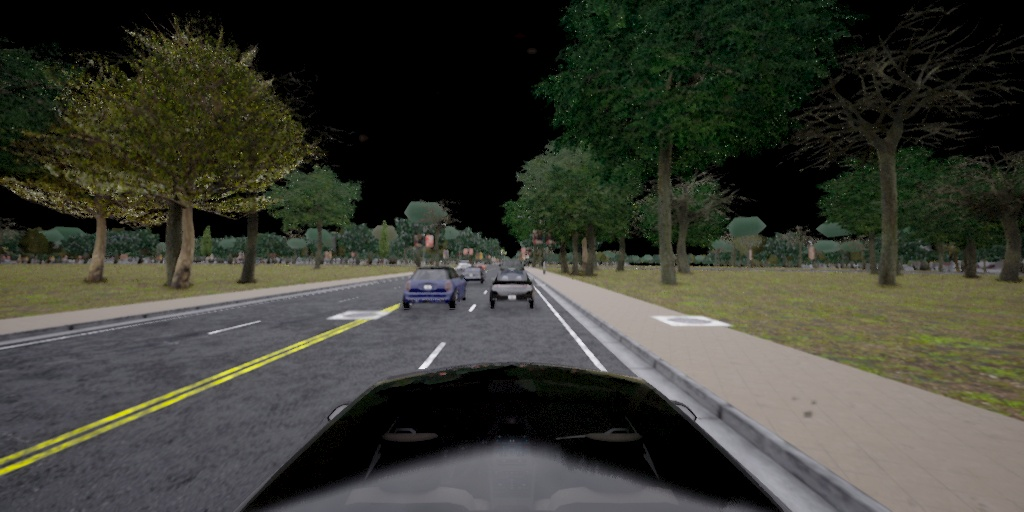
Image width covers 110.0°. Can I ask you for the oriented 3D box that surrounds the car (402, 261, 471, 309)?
[{"bbox_3d":[-3.243,1.248,15.921,2.097,1.767,4.553,0,-1,0],"label":"car"}]

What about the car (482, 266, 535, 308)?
[{"bbox_3d":[0.007,1.393,16.147,2.128,1.511,4.902,0,-1,0],"label":"car"}]

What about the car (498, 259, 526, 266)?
[{"bbox_3d":[0.009,1.290,30.874,2.150,2.045,5.566,0,-1,0],"label":"car"}]

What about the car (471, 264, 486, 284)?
[{"bbox_3d":[-3.241,1.621,30.838,2.033,1.411,5.357,0,-1,0],"label":"car"}]
